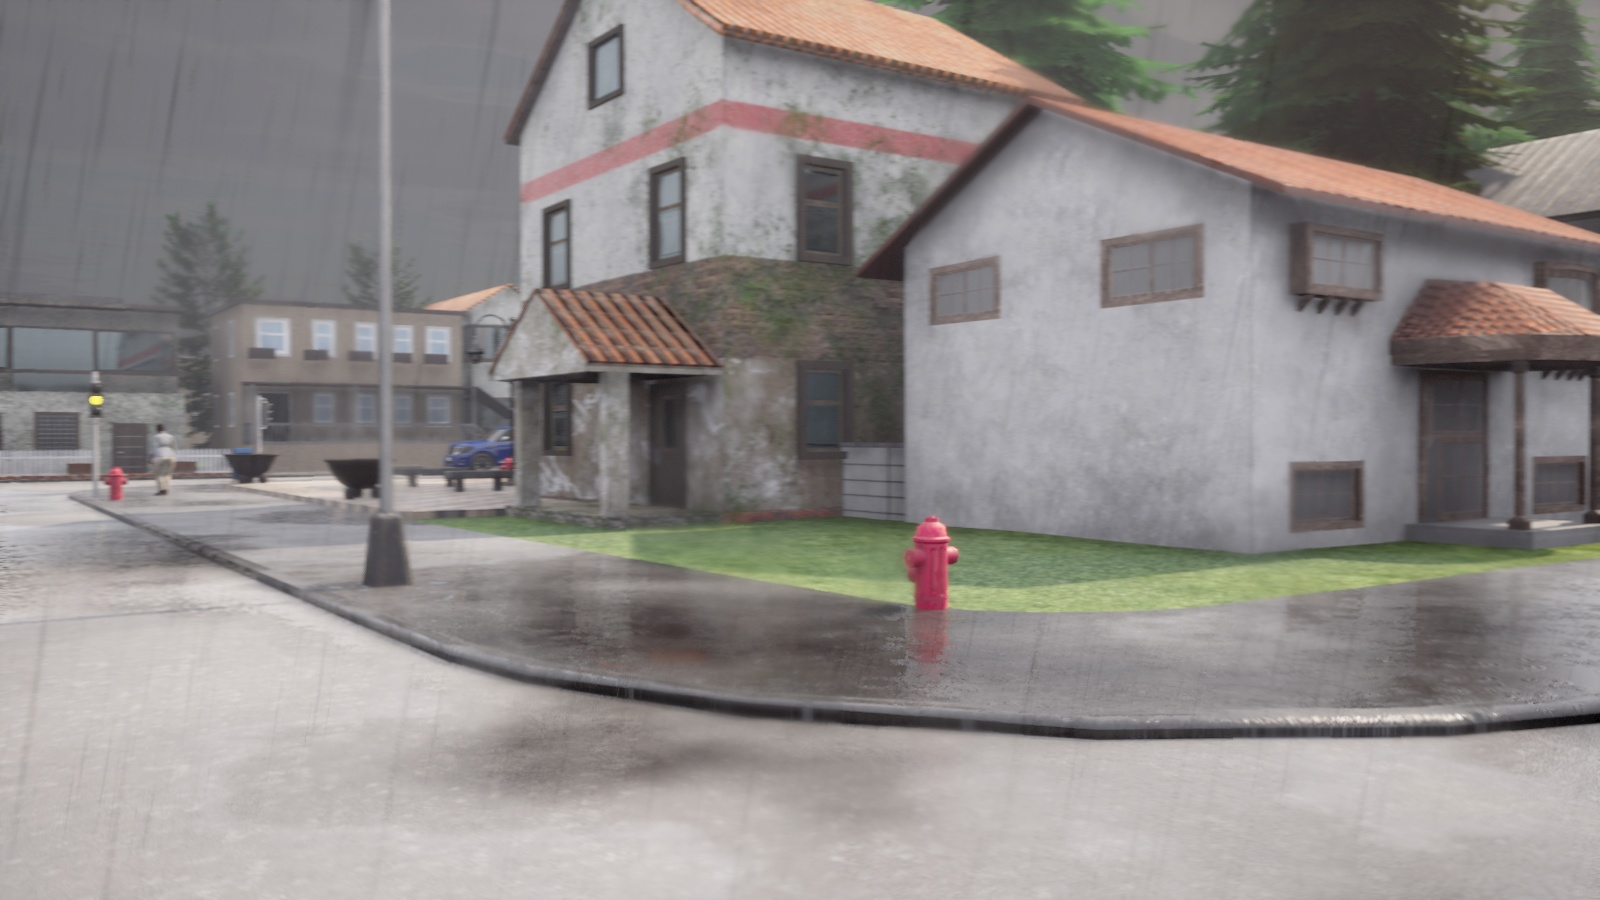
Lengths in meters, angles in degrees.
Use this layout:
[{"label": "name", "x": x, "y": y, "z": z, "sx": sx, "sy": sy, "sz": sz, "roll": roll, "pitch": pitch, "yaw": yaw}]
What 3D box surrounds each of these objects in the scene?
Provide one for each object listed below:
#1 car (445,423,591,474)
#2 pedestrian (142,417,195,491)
[{"label": "car", "x": -11.787, "y": -0.095, "z": 52.712, "sx": 5.566, "sy": 2.045, "sz": 2.150, "roll": 0, "pitch": 1, "yaw": -35}, {"label": "pedestrian", "x": -16.136, "y": 0.098, "z": 32.076, "sx": 0.900, "sy": 1.855, "sz": 0.874, "roll": 1, "pitch": 1, "yaw": 34}]
